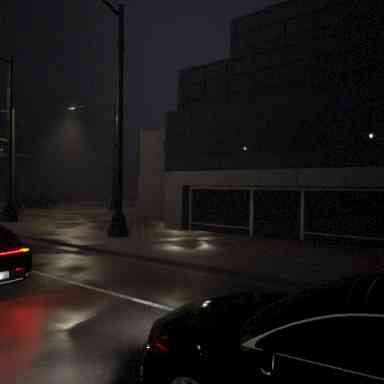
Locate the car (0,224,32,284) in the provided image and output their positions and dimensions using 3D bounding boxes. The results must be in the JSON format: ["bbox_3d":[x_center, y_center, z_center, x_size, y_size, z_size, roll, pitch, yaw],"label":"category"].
[{"bbox_3d":[-5.826,1.415,8.121,4.892,1.490,1.837,1,0,35],"label":"car"}]

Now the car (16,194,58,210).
[{"bbox_3d":[-16.574,1.037,34.767,1.837,1.490,4.892,1,1,36],"label":"car"}]

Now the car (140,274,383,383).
[{"bbox_3d":[1.703,1.503,2.780,4.892,1.490,1.837,0,0,36],"label":"car"}]
